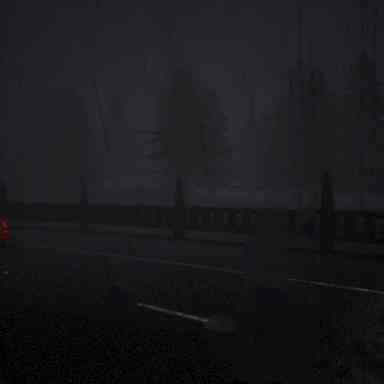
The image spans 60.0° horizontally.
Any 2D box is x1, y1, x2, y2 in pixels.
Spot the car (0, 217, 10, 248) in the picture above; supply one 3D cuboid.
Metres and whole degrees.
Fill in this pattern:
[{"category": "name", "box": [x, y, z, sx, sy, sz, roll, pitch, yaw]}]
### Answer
[{"category": "car", "box": [-9.514, 1.346, 13.335, 4.553, 1.767, 2.097, 0, 0, 28]}]
